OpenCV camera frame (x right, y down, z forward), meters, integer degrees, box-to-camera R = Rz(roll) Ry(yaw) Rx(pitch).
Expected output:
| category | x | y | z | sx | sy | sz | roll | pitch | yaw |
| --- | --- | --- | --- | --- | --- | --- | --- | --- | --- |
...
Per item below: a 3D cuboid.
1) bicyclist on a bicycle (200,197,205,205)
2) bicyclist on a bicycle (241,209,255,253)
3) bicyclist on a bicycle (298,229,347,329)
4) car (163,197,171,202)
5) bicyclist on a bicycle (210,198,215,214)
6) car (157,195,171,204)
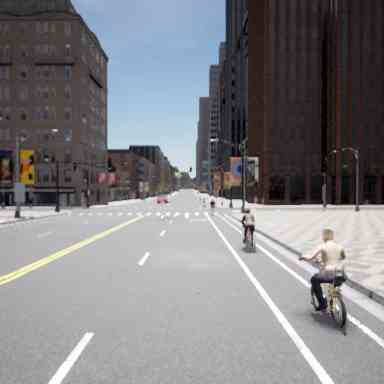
| category | x | y | z | sx | sy | sz | roll | pitch | yaw |
| --- | --- | --- | --- | --- | --- | --- | --- | --- | --- |
| bicyclist on a bicycle | 2.148 | 1.793 | 59.240 | 0.582 | 1.620 | 1.656 | 0 | -1 | 0 |
| bicyclist on a bicycle | 2.241 | 1.518 | 13.185 | 0.582 | 1.620 | 1.656 | 0 | -1 | 0 |
| bicyclist on a bicycle | 2.433 | 1.466 | 6.032 | 0.866 | 1.612 | 1.509 | 0 | 0 | 0 |
| car | -6.685 | 2.046 | 90.343 | 1.812 | 1.442 | 4.674 | 0 | 0 | 0 |
| bicyclist on a bicycle | 2.199 | 1.560 | 35.713 | 0.659 | 1.776 | 1.843 | 0 | 0 | 0 |
| car | -6.653 | 1.663 | 74.718 | 2.150 | 2.045 | 5.566 | 0 | 0 | 0 |
